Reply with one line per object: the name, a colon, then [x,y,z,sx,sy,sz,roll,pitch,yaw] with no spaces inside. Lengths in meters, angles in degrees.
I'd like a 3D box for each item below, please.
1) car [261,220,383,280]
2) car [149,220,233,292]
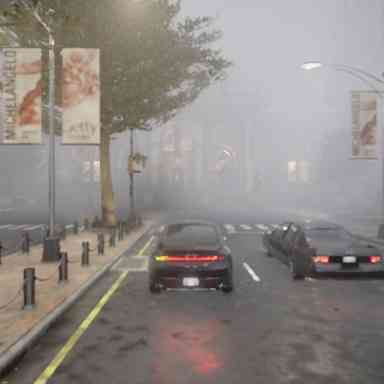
car: [3.466,1.538,9.857,2.033,1.411,5.357,0,0,0]
car: [-0.030,1.497,8.884,1.837,1.490,4.892,0,0,0]
